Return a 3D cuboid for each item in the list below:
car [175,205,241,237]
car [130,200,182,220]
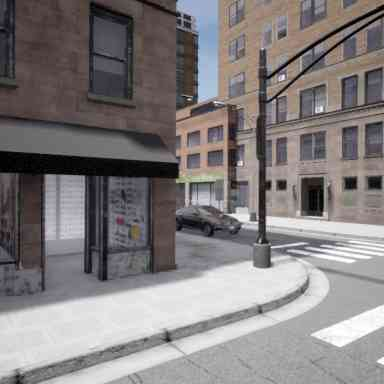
[{"bbox_3d":[0.600,1.444,17.920,1.812,1.442,4.674,0,0,-34],"label":"car"},{"bbox_3d":[-3.203,1.433,28.268,2.033,1.411,5.357,0,0,-35],"label":"car"}]
